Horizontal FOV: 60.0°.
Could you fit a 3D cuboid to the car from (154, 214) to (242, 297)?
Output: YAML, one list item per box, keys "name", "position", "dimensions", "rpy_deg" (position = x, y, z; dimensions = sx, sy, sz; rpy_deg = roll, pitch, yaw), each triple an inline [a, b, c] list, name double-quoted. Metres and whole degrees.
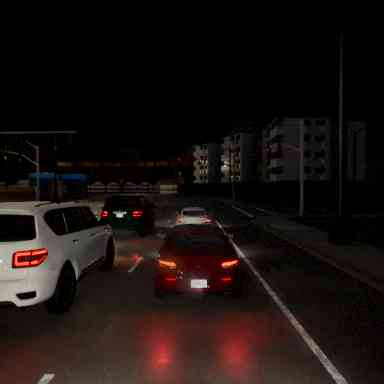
- name: "car"
  position: [0.120, 1.521, 8.431]
  dimensions: [1.812, 1.442, 4.674]
  rpy_deg: [0, 0, 0]

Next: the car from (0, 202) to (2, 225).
- name: "car"
  position: [-13.960, 1.462, 20.291]
  dimensions: [1.882, 1.535, 5.008]
  rpy_deg: [0, 0, 0]

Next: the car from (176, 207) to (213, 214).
- name: "car"
  position: [0.115, 1.490, 17.518]
  dimensions: [1.812, 1.442, 4.674]
  rpy_deg: [0, 0, 1]

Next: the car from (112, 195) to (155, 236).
- name: "car"
  position: [-3.352, 1.179, 18.147]
  dimensions: [2.150, 2.045, 5.566]
  rpy_deg: [0, 0, 0]

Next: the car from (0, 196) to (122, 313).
- name: "car"
  position: [-3.383, 1.218, 7.788]
  dimensions: [2.150, 2.045, 5.566]
  rpy_deg: [0, 0, 0]
